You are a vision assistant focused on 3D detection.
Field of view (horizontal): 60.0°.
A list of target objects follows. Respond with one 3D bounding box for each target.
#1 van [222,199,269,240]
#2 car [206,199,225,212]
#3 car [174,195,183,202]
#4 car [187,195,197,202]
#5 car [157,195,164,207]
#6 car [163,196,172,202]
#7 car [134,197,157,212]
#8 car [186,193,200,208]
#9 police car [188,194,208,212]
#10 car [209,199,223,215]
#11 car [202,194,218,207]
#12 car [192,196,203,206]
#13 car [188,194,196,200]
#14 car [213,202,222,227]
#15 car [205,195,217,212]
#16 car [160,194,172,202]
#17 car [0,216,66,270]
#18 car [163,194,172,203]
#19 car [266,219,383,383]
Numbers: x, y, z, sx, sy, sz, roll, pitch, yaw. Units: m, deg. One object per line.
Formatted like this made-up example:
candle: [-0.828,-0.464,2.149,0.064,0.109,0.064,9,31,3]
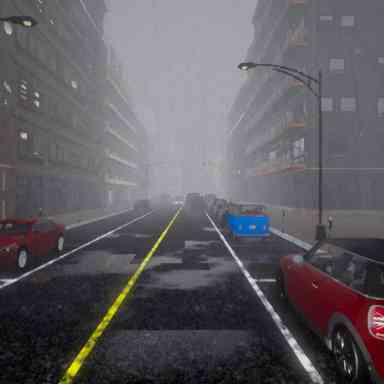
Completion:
van: [2.692,1.336,16.643,1.690,1.788,3.998,0,0,0]
car: [2.692,1.537,39.188,2.008,1.369,4.403,0,0,0]
car: [-3.001,1.445,75.959,2.128,1.511,4.902,0,0,0]
car: [0.000,1.408,74.239,2.033,1.411,5.357,0,0,0]
car: [-5.689,1.505,50.295,1.752,1.417,4.829,0,0,0]
car: [-5.690,1.541,78.648,1.802,1.307,4.206,0,0,0]
car: [-5.689,1.552,39.191,1.947,1.339,4.313,0,0,0]
car: [0.433,1.175,48.773,2.150,2.045,5.566,-1,0,6]
police car: [0.762,1.410,38.801,1.930,1.638,5.238,0,0,0]
car: [2.692,1.536,27.916,1.887,1.381,4.507,0,0,0]
car: [2.693,1.294,50.461,2.192,1.841,5.009,0,0,0]
car: [0.900,1.432,54.876,1.801,1.575,5.366,0,0,0]
car: [-0.001,1.395,89.237,2.033,1.411,5.357,0,0,0]
car: [2.691,1.559,22.280,1.947,1.339,4.313,0,0,0]
car: [2.692,1.429,33.553,1.967,1.590,4.097,0,0,0]
car: [-5.688,1.278,73.011,2.192,1.841,5.009,0,0,0]
car: [-5.689,1.541,11.010,1.887,1.381,4.507,0,0,0]
car: [-5.689,1.407,67.375,1.967,1.590,4.097,0,0,0]
car: [2.692,1.438,5.370,1.967,1.590,4.097,0,0,0]
